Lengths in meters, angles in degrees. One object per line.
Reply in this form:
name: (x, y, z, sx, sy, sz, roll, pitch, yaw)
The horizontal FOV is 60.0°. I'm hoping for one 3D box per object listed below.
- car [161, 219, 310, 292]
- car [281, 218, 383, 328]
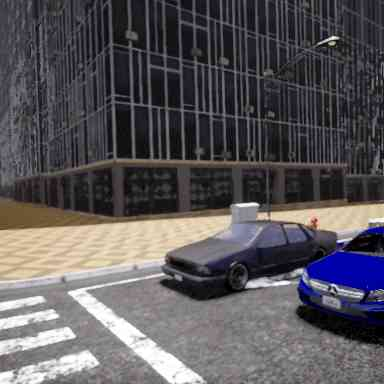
car: (1.866, 1.482, 8.986, 5.357, 1.411, 2.033, -1, 0, -35)
car: (4.098, 1.438, 6.592, 4.674, 1.442, 1.812, -1, 0, -35)
